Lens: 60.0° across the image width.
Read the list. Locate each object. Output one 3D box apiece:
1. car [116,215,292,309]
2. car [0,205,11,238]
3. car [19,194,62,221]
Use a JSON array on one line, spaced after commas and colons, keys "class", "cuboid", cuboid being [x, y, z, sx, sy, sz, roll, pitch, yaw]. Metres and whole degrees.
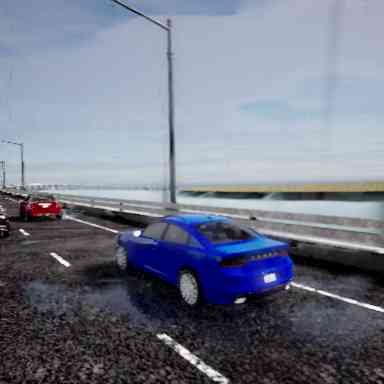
[{"class": "car", "cuboid": [-0.105, 1.257, 7.605, 1.882, 1.535, 5.008, -2, 2, -35]}, {"class": "car", "cuboid": [-9.500, 1.225, 15.133, 2.128, 1.511, 4.902, -2, 2, -34]}, {"class": "car", "cuboid": [-10.468, 0.890, 22.770, 2.097, 1.767, 4.553, -2, 2, -34]}]
